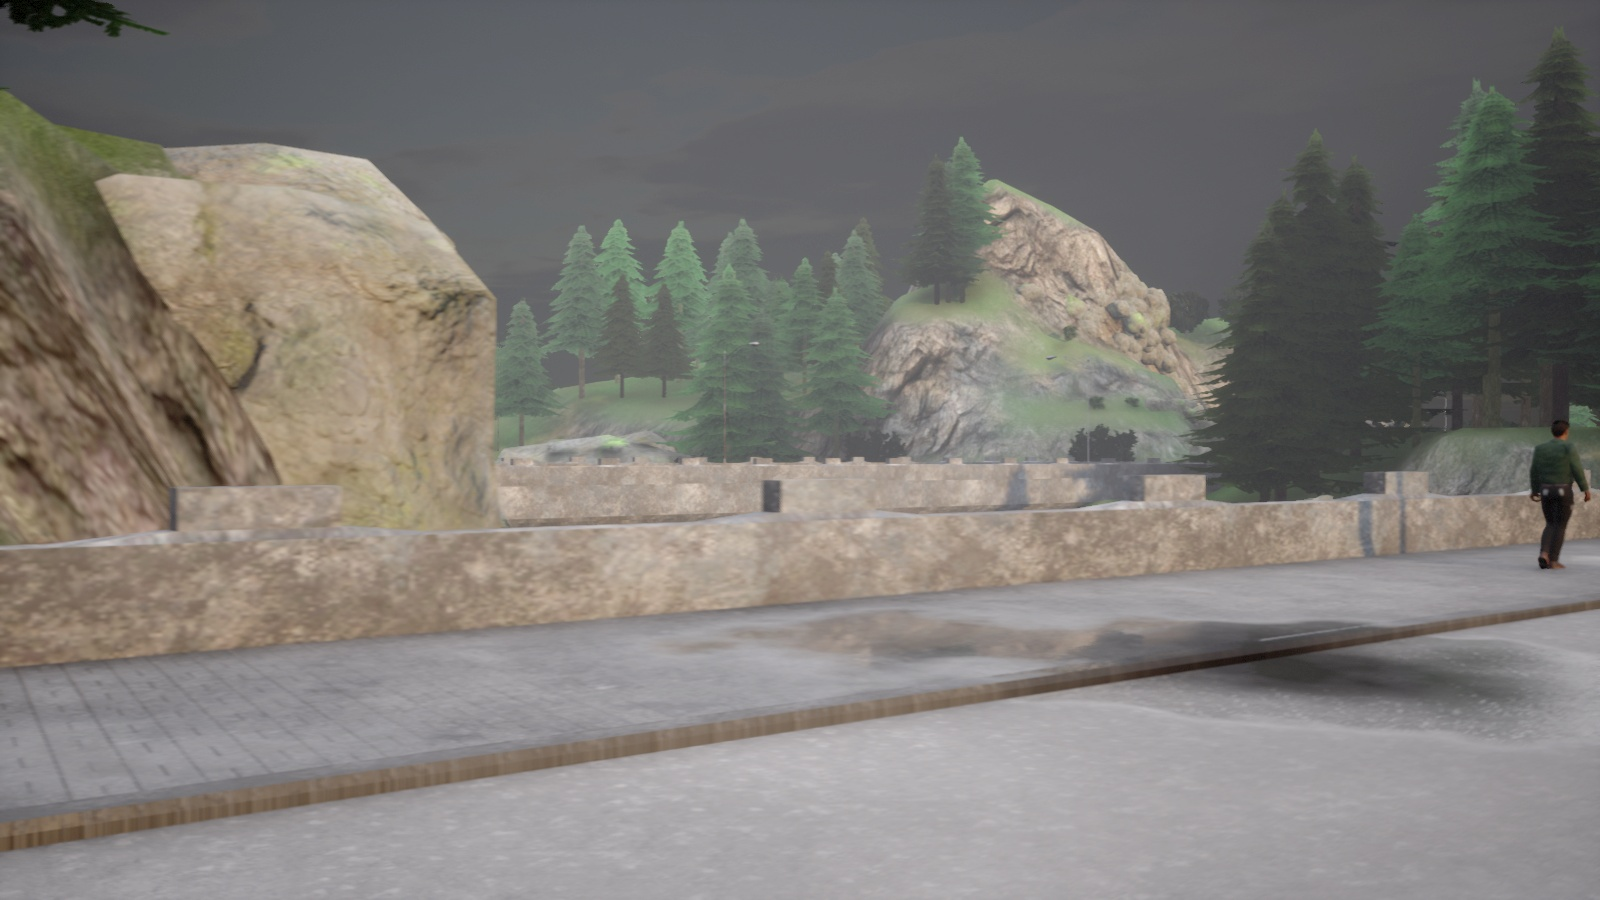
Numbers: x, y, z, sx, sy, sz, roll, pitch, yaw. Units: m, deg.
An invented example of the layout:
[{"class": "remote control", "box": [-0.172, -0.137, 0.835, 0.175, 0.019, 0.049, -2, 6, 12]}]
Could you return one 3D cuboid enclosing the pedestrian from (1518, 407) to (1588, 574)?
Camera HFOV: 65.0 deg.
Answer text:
[{"class": "pedestrian", "box": [9.048, 0.473, 15.088, 0.788, 1.949, 0.423, 0, 0, -34]}]
